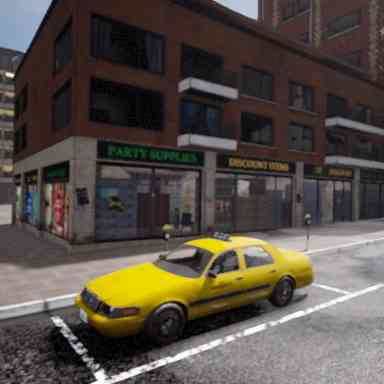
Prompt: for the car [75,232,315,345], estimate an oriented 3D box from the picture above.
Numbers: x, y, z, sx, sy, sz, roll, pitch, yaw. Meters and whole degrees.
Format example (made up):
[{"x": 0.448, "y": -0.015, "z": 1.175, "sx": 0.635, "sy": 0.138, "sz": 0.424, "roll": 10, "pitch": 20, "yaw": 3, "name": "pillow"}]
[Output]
[{"x": 0.359, "y": 1.498, "z": 6.328, "sx": 4.829, "sy": 1.417, "sz": 1.752, "roll": -1, "pitch": 2, "yaw": -35, "name": "car"}]
